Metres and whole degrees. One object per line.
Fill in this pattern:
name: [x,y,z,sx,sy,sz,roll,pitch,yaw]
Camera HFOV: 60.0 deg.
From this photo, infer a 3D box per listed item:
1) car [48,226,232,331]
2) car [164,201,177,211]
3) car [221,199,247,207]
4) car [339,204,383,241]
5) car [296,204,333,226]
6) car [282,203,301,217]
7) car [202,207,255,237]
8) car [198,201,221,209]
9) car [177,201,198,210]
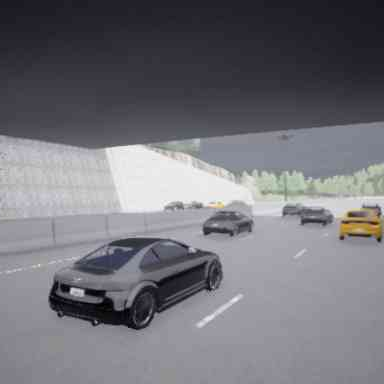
car: [-0.927,1.663,7.306,1.994,1.385,4.181,-1,-1,30]
car: [-2.674,2.259,54.028,1.837,1.490,4.892,-1,-1,30]
car: [6.467,1.950,48.867,2.097,1.767,4.553,-1,-1,30]
car: [9.182,1.667,18.002,1.882,1.535,5.008,-1,-1,30]
car: [10.005,1.859,26.539,1.994,1.385,4.181,-1,-1,30]
car: [10.888,1.895,35.185,2.128,1.511,4.902,-1,-1,30]
car: [2.267,1.810,20.000,1.994,1.385,4.181,-1,-1,30]
car: [3.355,2.117,50.474,1.882,1.535,5.008,-1,-1,30]
car: [0.239,2.161,52.079,2.128,1.511,4.902,-1,-1,30]
